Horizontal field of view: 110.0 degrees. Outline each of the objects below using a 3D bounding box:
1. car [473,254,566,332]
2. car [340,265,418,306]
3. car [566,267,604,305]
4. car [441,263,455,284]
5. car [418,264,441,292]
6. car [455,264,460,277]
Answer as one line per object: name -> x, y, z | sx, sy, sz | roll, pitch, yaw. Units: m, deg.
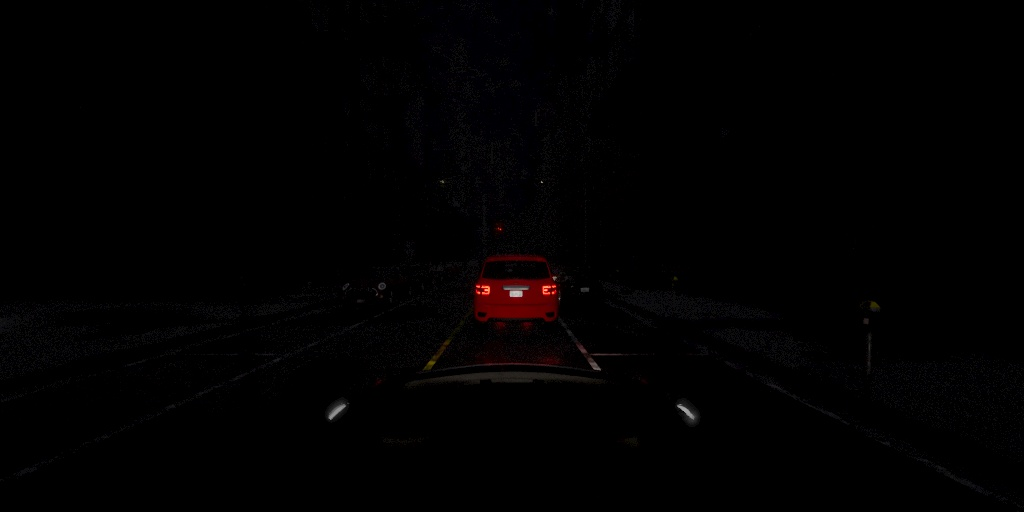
car -> 0.106, 0.970, 10.981 | 2.150, 2.045, 5.566 | 0, 0, 0
car -> -5.758, 1.188, 15.623 | 1.967, 1.591, 4.097 | 0, 0, 0
car -> 2.768, 1.314, 15.619 | 1.948, 1.339, 4.313 | 0, 0, 0
car -> -5.753, 1.299, 26.634 | 2.007, 1.370, 4.403 | 0, 0, 0
car -> -5.755, 1.314, 21.129 | 1.948, 1.339, 4.313 | 0, 0, 0
car -> -5.750, 1.294, 32.139 | 1.888, 1.381, 4.507 | 0, 0, 0
